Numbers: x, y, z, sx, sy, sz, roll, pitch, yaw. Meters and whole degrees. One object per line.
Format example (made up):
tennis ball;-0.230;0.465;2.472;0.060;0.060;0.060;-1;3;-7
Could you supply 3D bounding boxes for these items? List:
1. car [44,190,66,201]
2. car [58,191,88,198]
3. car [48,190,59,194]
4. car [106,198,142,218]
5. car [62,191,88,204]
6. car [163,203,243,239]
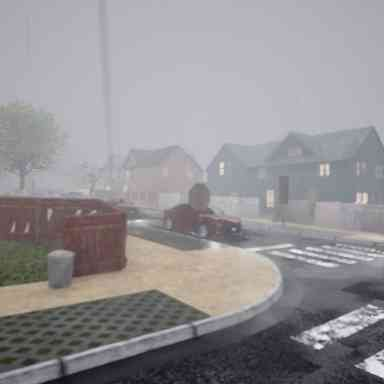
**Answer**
car;-21.429;0.466;52.027;2.128;1.511;4.902;2;0;-35
car;-11.212;0.917;32.790;2.033;1.411;5.357;2;0;-35
car;-17.050;0.713;41.060;1.994;1.385;4.181;2;0;-35
car;-5.309;1.157;24.508;1.994;1.385;4.181;2;0;-35
car;-15.413;0.704;43.677;1.837;1.490;4.892;2;0;-36
car;0.414;1.291;16.425;1.882;1.535;5.008;2;0;-34
